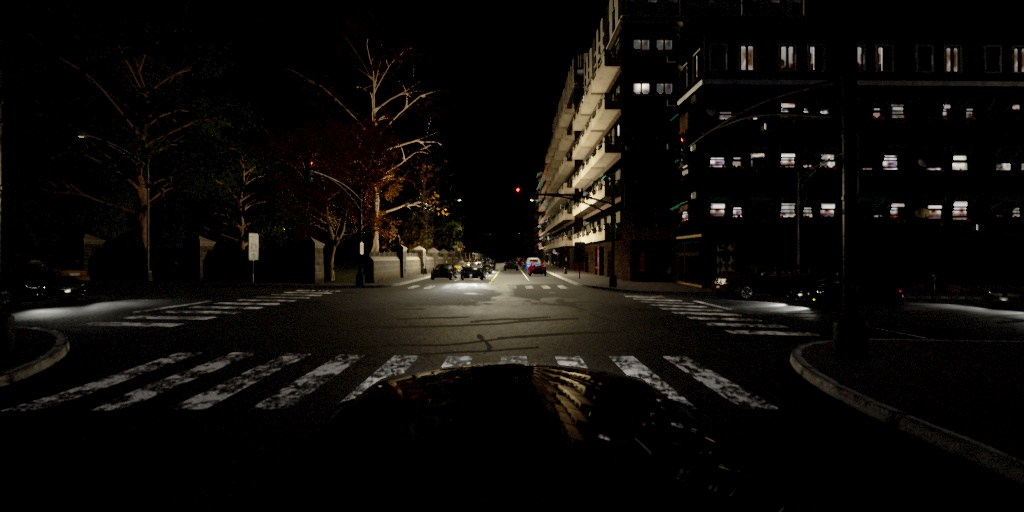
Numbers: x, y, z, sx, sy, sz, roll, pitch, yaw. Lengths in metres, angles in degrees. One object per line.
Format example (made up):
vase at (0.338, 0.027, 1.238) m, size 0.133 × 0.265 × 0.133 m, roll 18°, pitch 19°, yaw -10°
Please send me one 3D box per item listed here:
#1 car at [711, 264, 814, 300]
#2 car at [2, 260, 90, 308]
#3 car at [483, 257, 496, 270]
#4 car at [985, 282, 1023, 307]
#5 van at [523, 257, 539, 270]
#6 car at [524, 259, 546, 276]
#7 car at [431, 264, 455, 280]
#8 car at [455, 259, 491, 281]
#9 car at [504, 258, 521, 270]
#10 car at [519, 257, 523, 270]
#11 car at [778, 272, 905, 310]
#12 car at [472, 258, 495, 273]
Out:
car at (13.372, 1.350, 18.942) m, size 5.009 × 1.841 × 2.192 m, roll 0°, pitch 0°, yaw -1°
car at (-18.207, 0.952, 12.705) m, size 4.892 × 1.490 × 1.837 m, roll 1°, pitch 0°, yaw -1°
car at (-3.320, 1.270, 51.732) m, size 2.128 × 1.511 × 4.902 m, roll 0°, pitch 0°, yaw 0°
car at (24.952, 1.762, 16.523) m, size 4.674 × 1.442 × 1.812 m, roll 1°, pitch 0°, yaw -1°
van at (2.503, 1.109, 42.492) m, size 1.690 × 1.789 × 3.998 m, roll 0°, pitch 0°, yaw 0°
car at (2.529, 1.308, 36.862) m, size 1.888 × 1.381 × 4.507 m, roll 0°, pitch 0°, yaw 0°
car at (-5.825, 1.325, 31.193) m, size 1.948 × 1.339 × 4.313 m, roll 0°, pitch 0°, yaw 0°
car at (-3.226, 1.251, 30.493) m, size 2.128 × 1.511 × 4.902 m, roll 0°, pitch 0°, yaw 0°
car at (-0.133, 1.342, 52.195) m, size 1.994 × 1.385 × 4.181 m, roll 0°, pitch 0°, yaw 0°
car at (2.450, 1.221, 53.753) m, size 1.967 × 1.591 × 4.097 m, roll 0°, pitch 0°, yaw 0°
car at (15.115, 1.621, 16.378) m, size 4.181 × 1.385 × 1.994 m, roll 1°, pitch 0°, yaw -1°
car at (-3.277, 1.272, 41.307) m, size 1.837 × 1.490 × 4.892 m, roll 0°, pitch 0°, yaw 0°
